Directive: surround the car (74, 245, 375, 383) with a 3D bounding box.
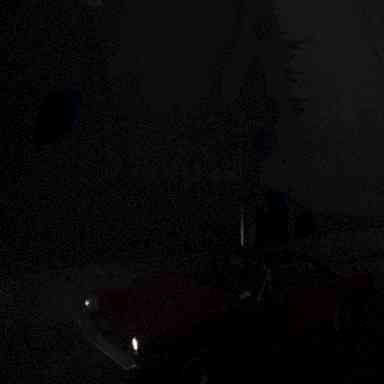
[{"bbox_3d":[0.762,1.603,5.142,4.718,1.301,1.895,0,0,-35],"label":"car"}]
